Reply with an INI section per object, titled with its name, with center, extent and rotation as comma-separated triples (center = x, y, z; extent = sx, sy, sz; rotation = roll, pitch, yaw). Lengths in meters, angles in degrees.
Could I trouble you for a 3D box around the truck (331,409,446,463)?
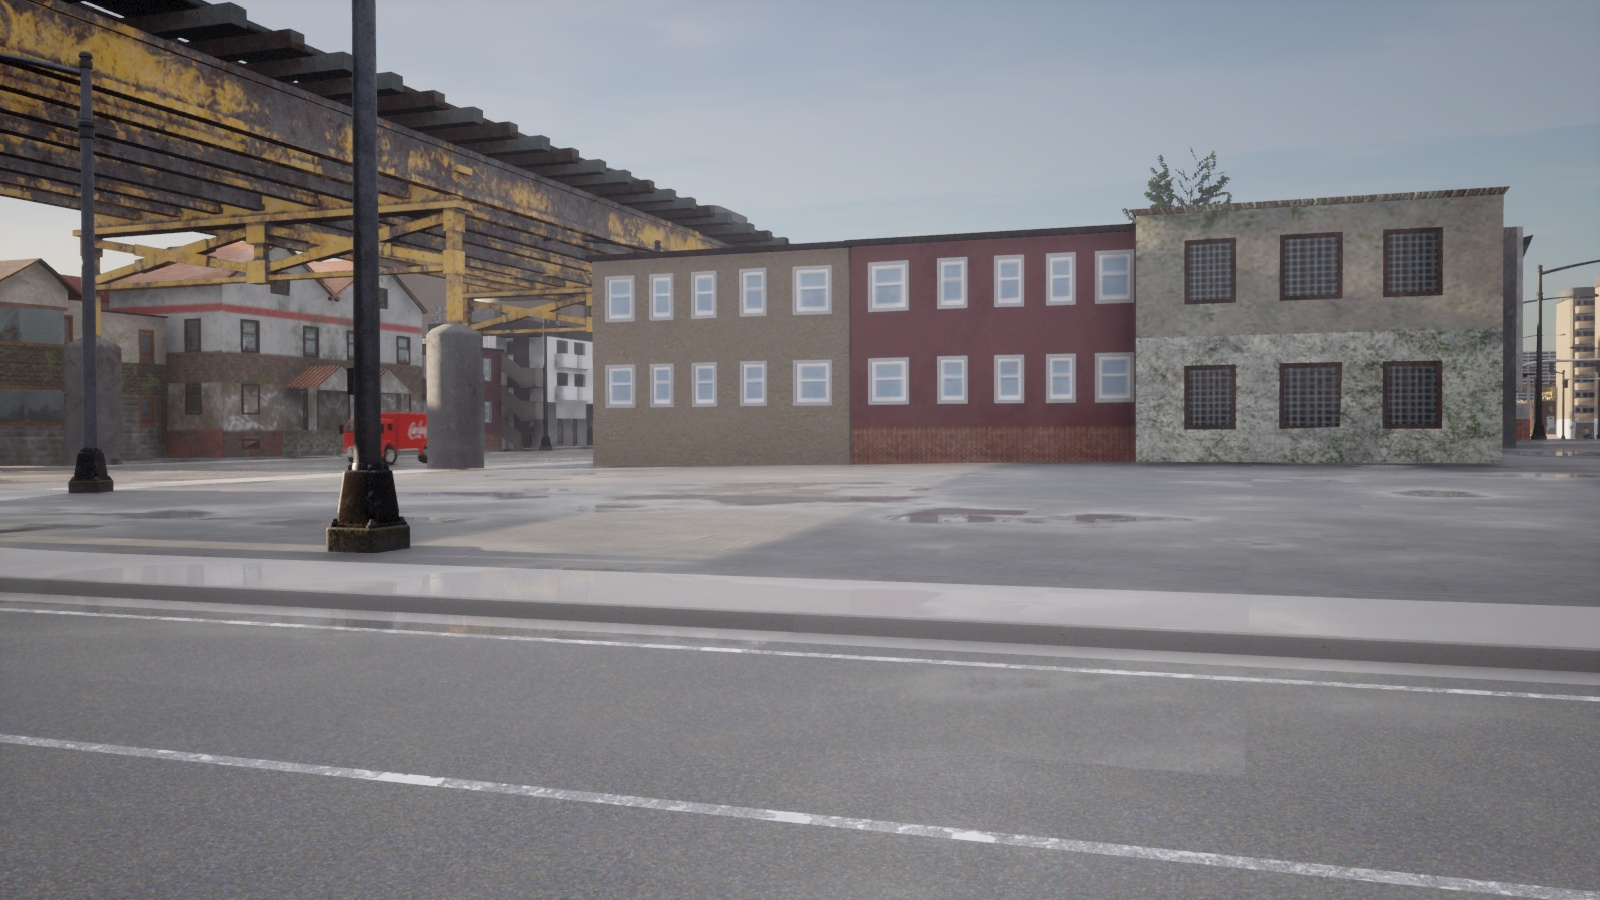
[truck]
center = -19.698, -0.702, 60.424
extent = 2.627, 2.467, 5.204
rotation = 1, 1, 20
